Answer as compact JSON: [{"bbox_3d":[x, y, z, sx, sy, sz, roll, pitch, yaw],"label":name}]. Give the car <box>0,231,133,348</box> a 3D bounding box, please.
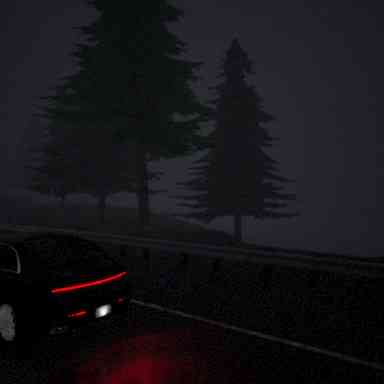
[{"bbox_3d":[-3.278,1.527,6.393,4.892,1.490,1.837,0,0,36],"label":"car"}]
